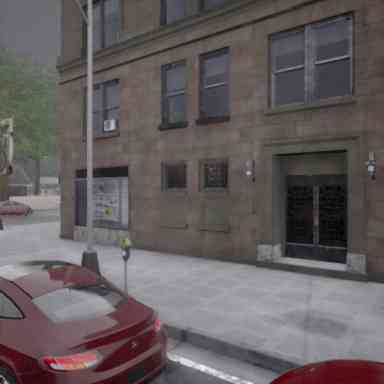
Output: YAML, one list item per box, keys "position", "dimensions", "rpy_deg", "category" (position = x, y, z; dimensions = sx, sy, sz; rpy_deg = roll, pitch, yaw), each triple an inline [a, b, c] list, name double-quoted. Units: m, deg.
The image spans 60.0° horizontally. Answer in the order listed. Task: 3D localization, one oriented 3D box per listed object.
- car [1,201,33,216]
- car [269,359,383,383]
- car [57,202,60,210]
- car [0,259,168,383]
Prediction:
- position: [-15.981, 1.456, 28.574]
  dimensions: [1.994, 1.385, 4.181]
  rpy_deg: [0, 0, 36]
  category: "car"
- position: [2.288, 1.545, 1.186]
  dimensions: [4.507, 1.381, 1.887]
  rpy_deg: [0, 0, 35]
  category: "car"
- position: [-13.069, 1.313, 38.274]
  dimensions: [1.882, 1.535, 5.008]
  rpy_deg: [0, 0, 35]
  category: "car"
- position: [-2.209, 1.580, 4.382]
  dimensions: [4.206, 1.307, 1.802]
  rpy_deg: [0, 0, 35]
  category: "car"
